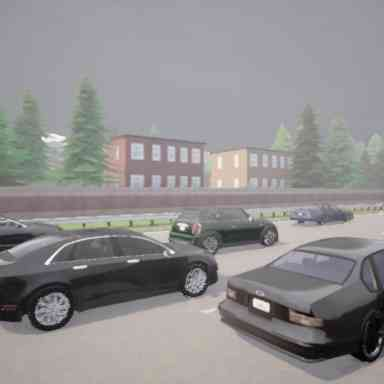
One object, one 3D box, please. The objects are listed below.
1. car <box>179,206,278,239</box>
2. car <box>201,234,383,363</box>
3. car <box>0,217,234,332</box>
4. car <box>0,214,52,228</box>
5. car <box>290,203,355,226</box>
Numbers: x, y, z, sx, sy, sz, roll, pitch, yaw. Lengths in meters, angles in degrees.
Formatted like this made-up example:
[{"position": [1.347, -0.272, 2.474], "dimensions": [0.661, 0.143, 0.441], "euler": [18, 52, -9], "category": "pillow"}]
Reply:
[{"position": [1.380, 1.328, 13.325], "dimensions": [4.553, 1.767, 2.097], "euler": [0, 0, -35], "category": "car"}, {"position": [2.957, 1.532, 5.853], "dimensions": [5.357, 1.411, 2.033], "euler": [0, 0, -35], "category": "car"}, {"position": [-1.633, 1.498, 6.878], "dimensions": [4.892, 1.490, 1.837], "euler": [0, 0, -35], "category": "car"}, {"position": [-7.014, 1.489, 11.640], "dimensions": [4.902, 1.511, 2.128], "euler": [0, 0, -35], "category": "car"}, {"position": [9.093, 1.490, 23.123], "dimensions": [5.357, 1.411, 2.033], "euler": [0, 0, -35], "category": "car"}]
